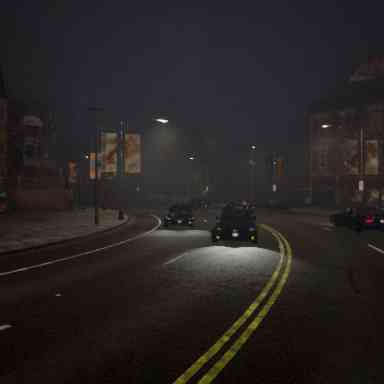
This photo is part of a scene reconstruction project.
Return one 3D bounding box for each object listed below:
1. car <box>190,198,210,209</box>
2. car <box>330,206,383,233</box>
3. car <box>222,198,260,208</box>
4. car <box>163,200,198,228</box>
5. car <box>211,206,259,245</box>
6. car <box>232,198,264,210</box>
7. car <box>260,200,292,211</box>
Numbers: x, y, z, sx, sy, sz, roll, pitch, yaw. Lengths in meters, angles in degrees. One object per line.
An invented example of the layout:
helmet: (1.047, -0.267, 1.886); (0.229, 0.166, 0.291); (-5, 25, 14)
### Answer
car: (0.641, 1.505, 43.792); (1.837, 1.490, 4.892); (0, 0, -27)
car: (9.846, 1.547, 19.429); (2.033, 1.411, 5.357); (0, 0, 3)
car: (4.613, 1.547, 33.984); (2.033, 1.411, 5.357); (0, 0, -15)
car: (-0.772, 1.505, 21.977); (1.837, 1.490, 4.892); (1, 0, -1)
car: (2.080, 1.564, 15.661); (1.994, 1.385, 4.181); (0, 0, 9)
car: (7.505, 1.520, 45.075); (2.002, 1.452, 4.674); (0, 0, -27)
car: (9.849, 1.595, 39.845); (1.895, 1.301, 4.718); (0, 0, -17)
